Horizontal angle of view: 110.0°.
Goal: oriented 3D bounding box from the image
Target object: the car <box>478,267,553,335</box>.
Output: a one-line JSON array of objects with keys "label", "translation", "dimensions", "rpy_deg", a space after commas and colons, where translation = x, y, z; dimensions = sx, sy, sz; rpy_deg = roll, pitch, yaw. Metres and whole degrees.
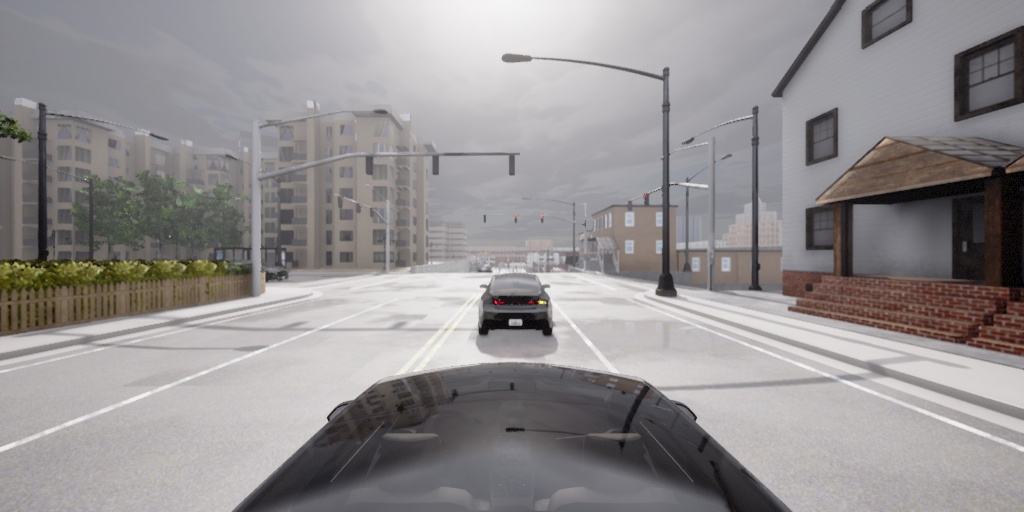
[{"label": "car", "translation": [0.091, 1.241, 10.448], "dimensions": [1.837, 1.490, 4.892], "rpy_deg": [0, 0, 0]}]

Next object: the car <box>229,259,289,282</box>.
[{"label": "car", "translation": [-19.526, 1.063, 27.132], "dimensions": [4.553, 1.767, 2.097], "rpy_deg": [0, 0, 1]}]

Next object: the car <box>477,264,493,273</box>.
[{"label": "car", "translation": [-3.619, 1.775, 48.235], "dimensions": [2.128, 1.511, 4.902], "rpy_deg": [0, -5, 0]}]
